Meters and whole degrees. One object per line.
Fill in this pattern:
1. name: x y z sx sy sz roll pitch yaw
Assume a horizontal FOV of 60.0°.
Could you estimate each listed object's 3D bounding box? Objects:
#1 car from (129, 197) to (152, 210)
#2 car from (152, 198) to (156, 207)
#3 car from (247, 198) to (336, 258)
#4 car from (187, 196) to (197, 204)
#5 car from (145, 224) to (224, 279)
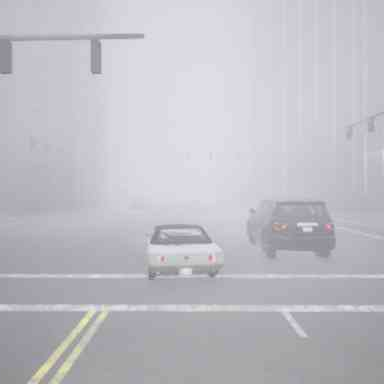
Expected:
1. car: -7.092 1.434 44.705 2.097 1.767 4.553 0 0 0
2. car: -7.033 1.648 55.224 2.033 1.411 5.357 0 0 1
3. car: 3.595 1.248 13.008 2.150 2.045 5.566 0 0 0
4. car: -0.004 1.614 67.003 2.128 1.511 4.902 0 0 0
5. car: -0.470 1.619 10.188 1.895 1.301 4.718 0 0 -9
